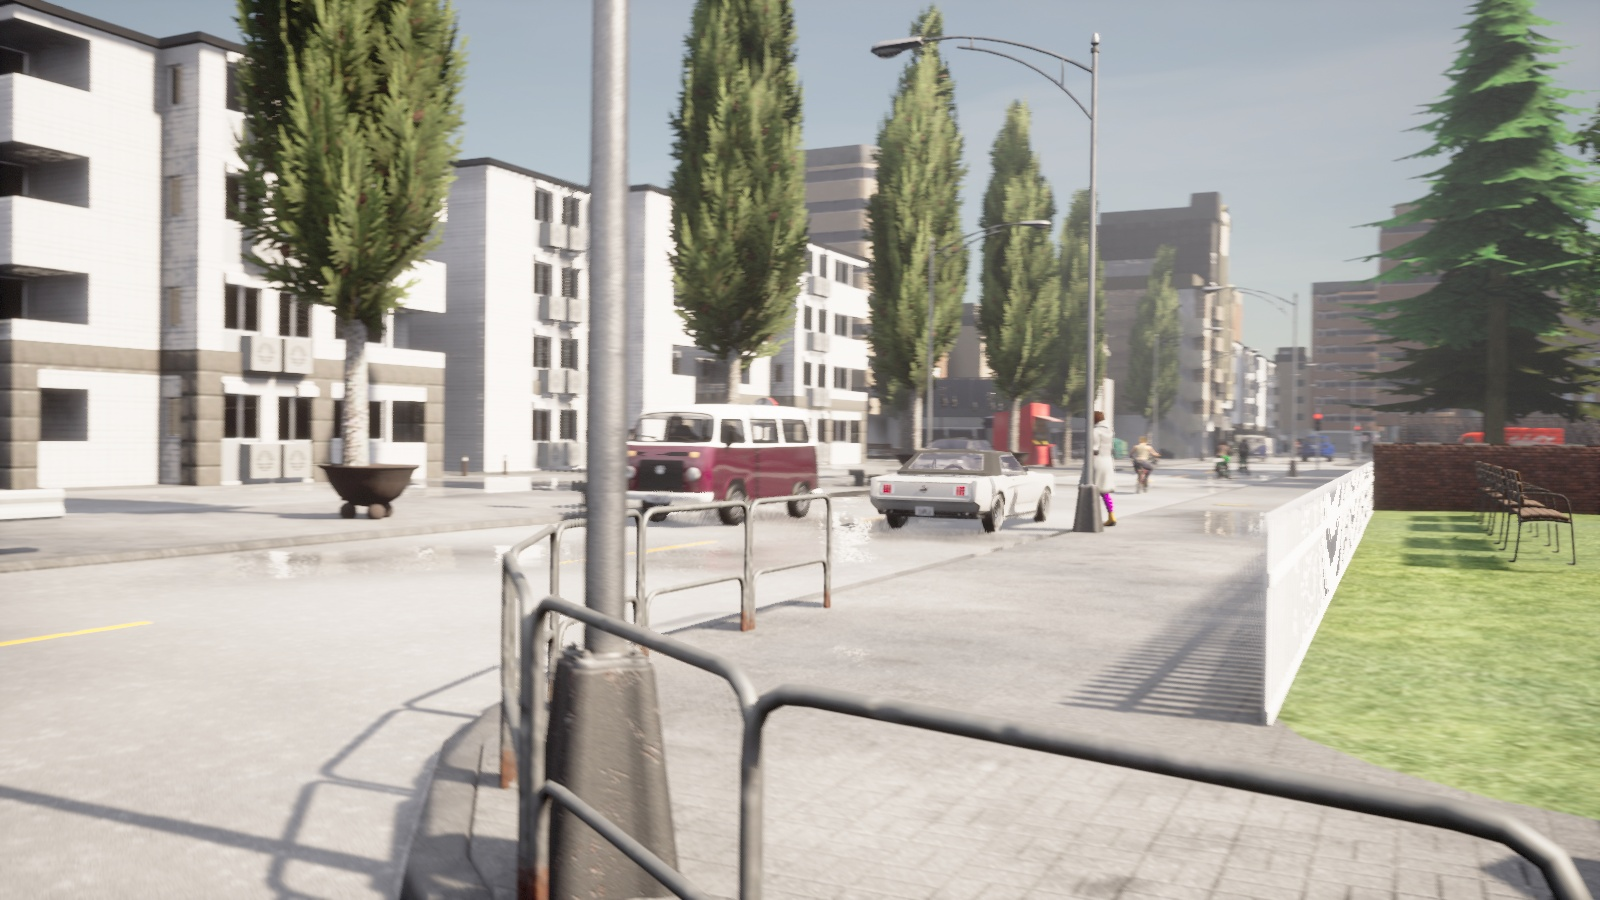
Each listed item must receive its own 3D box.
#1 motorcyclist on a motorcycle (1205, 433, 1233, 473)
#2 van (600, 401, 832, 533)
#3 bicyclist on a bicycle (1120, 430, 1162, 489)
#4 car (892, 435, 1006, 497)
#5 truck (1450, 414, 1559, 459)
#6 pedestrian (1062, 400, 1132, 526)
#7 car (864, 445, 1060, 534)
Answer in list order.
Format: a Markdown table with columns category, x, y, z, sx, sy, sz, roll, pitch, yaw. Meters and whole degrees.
| category | x | y | z | sx | sy | sz | roll | pitch | yaw |
| --- | --- | --- | --- | --- | --- | --- | --- | --- | --- |
| motorcyclist on a motorcycle | 16.503 | 0.096 | 49.404 | 0.797 | 1.523 | 2.044 | 0 | 1 | 26 |
| van | -1.314 | 0.235 | 21.880 | 2.069 | 2.038 | 4.480 | 0 | 1 | 26 |
| bicyclist on a bicycle | 9.519 | 0.244 | 35.036 | 0.866 | 1.612 | 1.509 | 0 | 1 | 26 |
| car | 3.938 | 0.380 | 32.690 | 1.845 | 1.501 | 3.633 | 0 | 1 | 26 |
| truck | 39.819 | -0.741 | 71.142 | 5.204 | 2.467 | 2.627 | 0 | 1 | 26 |
| pedestrian | 4.743 | 0.197 | 20.068 | 0.873 | 1.952 | 0.659 | 0 | 1 | 45 |
| car | 2.899 | 0.591 | 21.402 | 1.895 | 1.301 | 4.718 | 0 | 1 | 26 |
